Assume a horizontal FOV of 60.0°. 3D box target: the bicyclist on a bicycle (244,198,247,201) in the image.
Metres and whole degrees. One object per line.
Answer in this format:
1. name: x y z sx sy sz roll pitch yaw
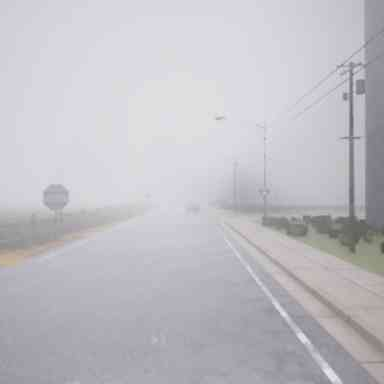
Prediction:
1. bicyclist on a bicycle: 12.414 2.231 77.689 1.656 1.620 0.582 -1 -1 33

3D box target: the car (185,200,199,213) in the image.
1. car: 0.017 2.083 43.921 1.895 1.301 4.718 0 -1 1

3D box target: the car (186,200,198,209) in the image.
1. car: -0.031 2.186 58.199 2.033 1.411 5.357 0 -1 0

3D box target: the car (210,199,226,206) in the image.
1. car: 5.992 2.240 74.514 1.882 1.535 5.008 0 -1 34
